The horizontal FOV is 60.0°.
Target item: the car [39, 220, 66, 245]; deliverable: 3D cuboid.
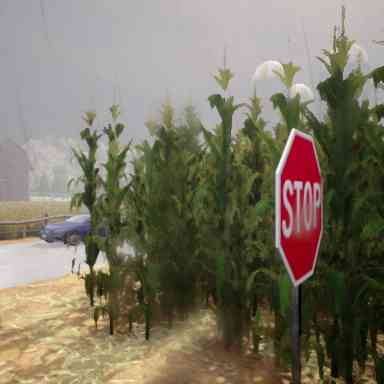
[{"bbox_3d":[-5.155,1.724,16.598,1.812,1.442,4.674,0,-1,37],"label":"car"}]
